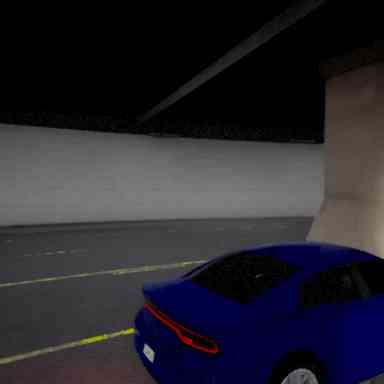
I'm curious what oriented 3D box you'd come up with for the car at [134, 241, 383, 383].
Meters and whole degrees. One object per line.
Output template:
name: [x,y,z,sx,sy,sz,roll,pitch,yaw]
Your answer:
car: [1.754,1.427,4.475,5.008,1.535,1.882,0,0,-28]
